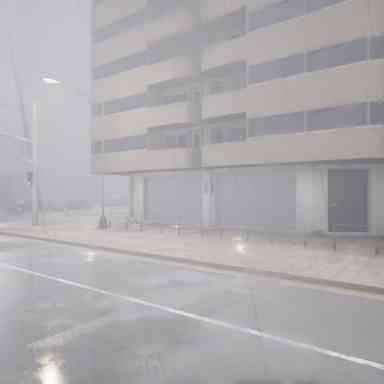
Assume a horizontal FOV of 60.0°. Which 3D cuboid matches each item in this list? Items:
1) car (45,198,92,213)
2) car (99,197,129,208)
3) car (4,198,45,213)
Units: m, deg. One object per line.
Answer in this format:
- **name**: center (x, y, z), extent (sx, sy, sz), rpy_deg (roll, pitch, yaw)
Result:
- **car**: center (-13.765, 1.505, 38.056), extent (1.837, 1.490, 4.892), rpy_deg (0, 0, 37)
- **car**: center (-11.026, 1.504, 47.626), extent (1.837, 1.490, 4.892), rpy_deg (0, 0, 37)
- **car**: center (-18.479, 1.505, 37.577), extent (1.837, 1.490, 4.892), rpy_deg (0, 0, 37)
